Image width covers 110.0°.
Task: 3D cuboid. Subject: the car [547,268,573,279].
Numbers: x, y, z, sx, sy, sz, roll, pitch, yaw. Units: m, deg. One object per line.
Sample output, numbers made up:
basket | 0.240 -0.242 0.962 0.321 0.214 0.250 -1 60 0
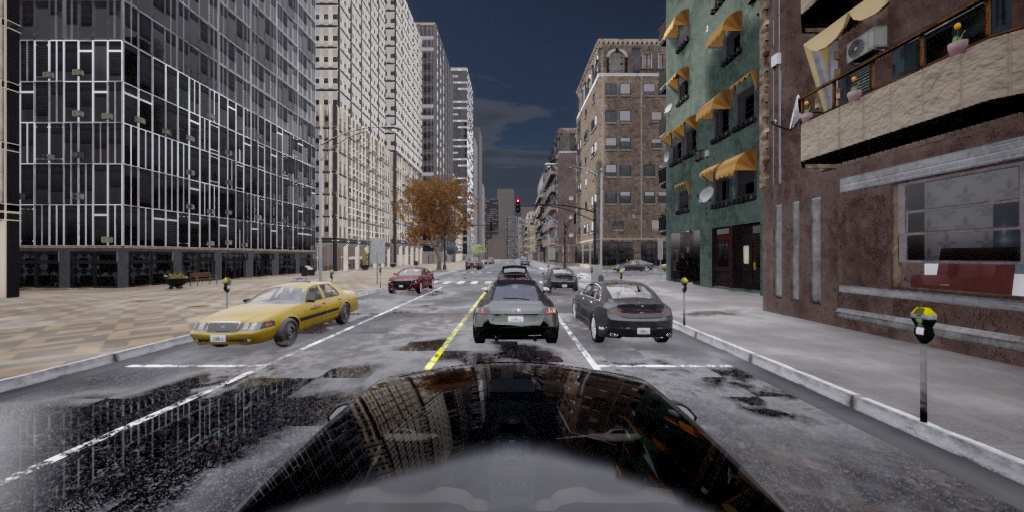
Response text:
car | 2.701 1.305 20.576 2.007 1.370 4.403 0 0 0

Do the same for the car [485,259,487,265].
car | -5.655 1.356 58.492 1.948 1.339 4.313 0 0 0

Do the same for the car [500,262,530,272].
car | 0.116 1.259 19.708 1.837 1.490 4.892 0 0 -1

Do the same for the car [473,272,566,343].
car | 0.092 1.315 9.659 1.994 1.385 4.181 0 0 0

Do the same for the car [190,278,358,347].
car | -5.686 1.276 9.346 1.751 1.417 4.829 0 0 0

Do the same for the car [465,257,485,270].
car | -5.659 1.098 52.969 2.192 1.841 5.009 0 0 0

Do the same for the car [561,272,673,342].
car | 2.694 1.301 9.510 2.007 1.370 4.403 0 0 0

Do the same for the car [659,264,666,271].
car | 18.857 1.006 40.037 4.829 1.417 1.751 0 0 -1

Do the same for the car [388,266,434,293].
car | -5.679 1.299 20.582 1.888 1.381 4.507 0 0 0

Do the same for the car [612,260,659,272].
car | 13.459 1.108 39.985 4.403 1.370 2.007 0 0 -1
